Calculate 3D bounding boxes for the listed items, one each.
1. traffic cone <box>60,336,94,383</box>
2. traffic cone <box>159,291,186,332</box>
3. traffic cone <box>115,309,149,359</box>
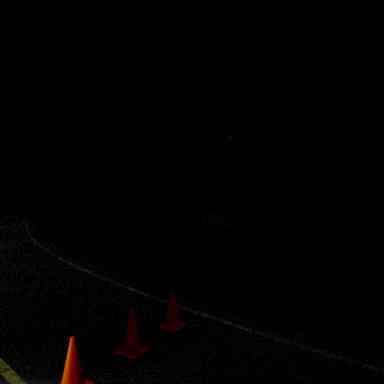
[{"bbox_3d":[-1.358,1.945,3.799,0.340,0.580,0.340,1,1,31],"label":"traffic cone"},{"bbox_3d":[-0.319,1.931,5.500,0.340,0.580,0.340,1,1,31],"label":"traffic cone"},{"bbox_3d":[-0.839,1.938,4.650,0.340,0.580,0.340,1,1,31],"label":"traffic cone"}]
